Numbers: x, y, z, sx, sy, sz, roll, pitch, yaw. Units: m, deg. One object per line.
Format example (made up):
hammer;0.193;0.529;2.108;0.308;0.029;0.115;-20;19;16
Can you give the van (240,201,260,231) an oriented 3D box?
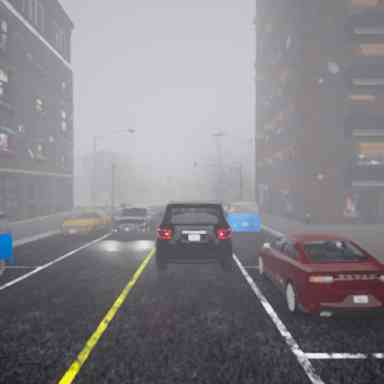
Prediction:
van;2.651;1.396;18.544;1.690;1.788;3.998;-1;0;0

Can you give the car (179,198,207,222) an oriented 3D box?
car;0.056;1.431;27.513;2.097;1.767;4.553;0;0;0

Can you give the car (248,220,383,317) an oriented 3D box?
car;2.668;1.567;7.494;1.887;1.381;4.507;-1;0;0

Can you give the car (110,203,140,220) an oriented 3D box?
car;-5.833;1.667;29.526;1.802;1.307;4.206;-1;0;0

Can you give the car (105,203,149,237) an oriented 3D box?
car;-3.117;1.559;18.403;1.837;1.490;4.892;0;0;0

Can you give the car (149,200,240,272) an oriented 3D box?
car;0.066;1.255;11.099;2.150;2.045;5.566;0;0;0

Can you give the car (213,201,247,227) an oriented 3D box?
car;2.647;1.510;24.067;1.967;1.590;4.097;-1;0;0

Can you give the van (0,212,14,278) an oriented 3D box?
van;-5.715;1.364;7.437;1.690;1.788;3.998;-1;0;0

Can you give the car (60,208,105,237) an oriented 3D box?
car;-5.724;1.579;18.315;1.752;1.417;4.829;-1;0;0
